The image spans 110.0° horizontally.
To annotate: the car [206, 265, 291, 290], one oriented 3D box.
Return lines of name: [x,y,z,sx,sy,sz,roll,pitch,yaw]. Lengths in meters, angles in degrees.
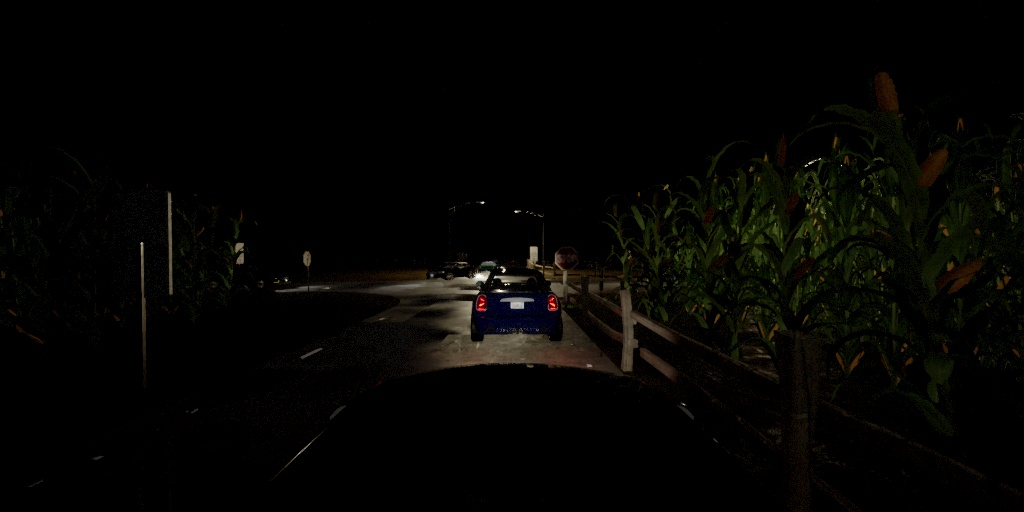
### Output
car: [-16.559,1.289,22.466,4.892,1.490,1.837,0,1,0]

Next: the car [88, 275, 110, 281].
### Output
car: [-25.463,1.370,22.498,4.181,1.385,1.994,0,1,1]

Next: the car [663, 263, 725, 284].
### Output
car: [12.824,1.187,25.334,5.008,1.535,1.882,0,1,-2]

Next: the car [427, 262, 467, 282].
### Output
car: [-4.809,1.215,28.977,2.128,1.511,4.902,1,0,28]

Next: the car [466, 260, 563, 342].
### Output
car: [0.058,1.098,9.972,2.097,1.767,4.553,0,0,-2]
